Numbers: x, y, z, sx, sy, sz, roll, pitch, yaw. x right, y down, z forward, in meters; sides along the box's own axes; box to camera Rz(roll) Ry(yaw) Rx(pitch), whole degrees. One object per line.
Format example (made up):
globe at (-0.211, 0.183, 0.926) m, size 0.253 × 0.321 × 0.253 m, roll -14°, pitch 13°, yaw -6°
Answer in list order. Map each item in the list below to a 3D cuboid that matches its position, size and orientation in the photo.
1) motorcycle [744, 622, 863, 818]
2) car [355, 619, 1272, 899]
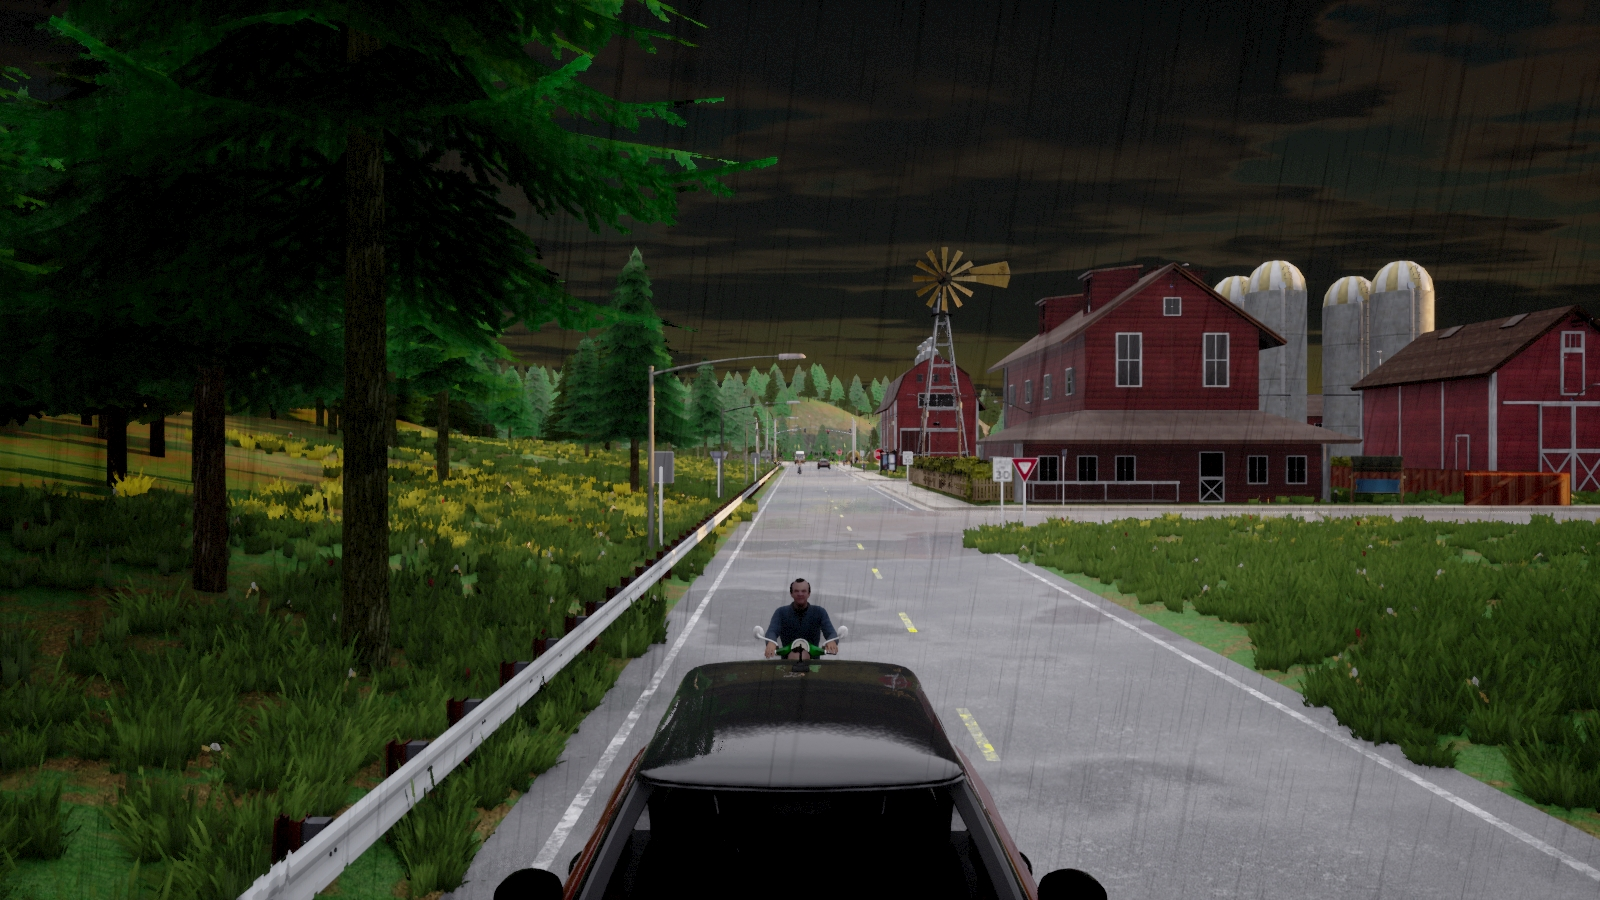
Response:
motorcycle at (0.025, 2.229, 9.842) m, size 0.867 × 1.251 × 2.209 m, roll -2°, pitch -3°, yaw 0°
car at (0.032, 1.899, 4.503) m, size 2.097 × 1.767 × 4.553 m, roll 0°, pitch 0°, yaw 0°
